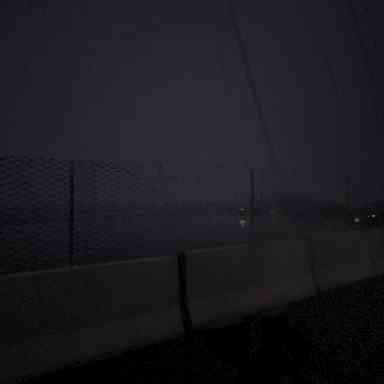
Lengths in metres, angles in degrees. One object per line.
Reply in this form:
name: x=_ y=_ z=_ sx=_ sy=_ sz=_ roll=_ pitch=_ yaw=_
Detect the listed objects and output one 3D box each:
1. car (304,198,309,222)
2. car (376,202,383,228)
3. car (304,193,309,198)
car: x=9.143 y=1.363 z=23.393 sx=5.008 sy=1.535 sz=1.882 roll=0 pitch=0 yaw=-35
car: x=11.646 y=1.376 z=20.878 sx=4.902 sy=1.511 sz=2.128 roll=0 pitch=0 yaw=-35
car: x=7.508 y=1.106 z=26.525 sx=5.566 sy=2.045 sz=2.150 roll=0 pitch=0 yaw=-35
